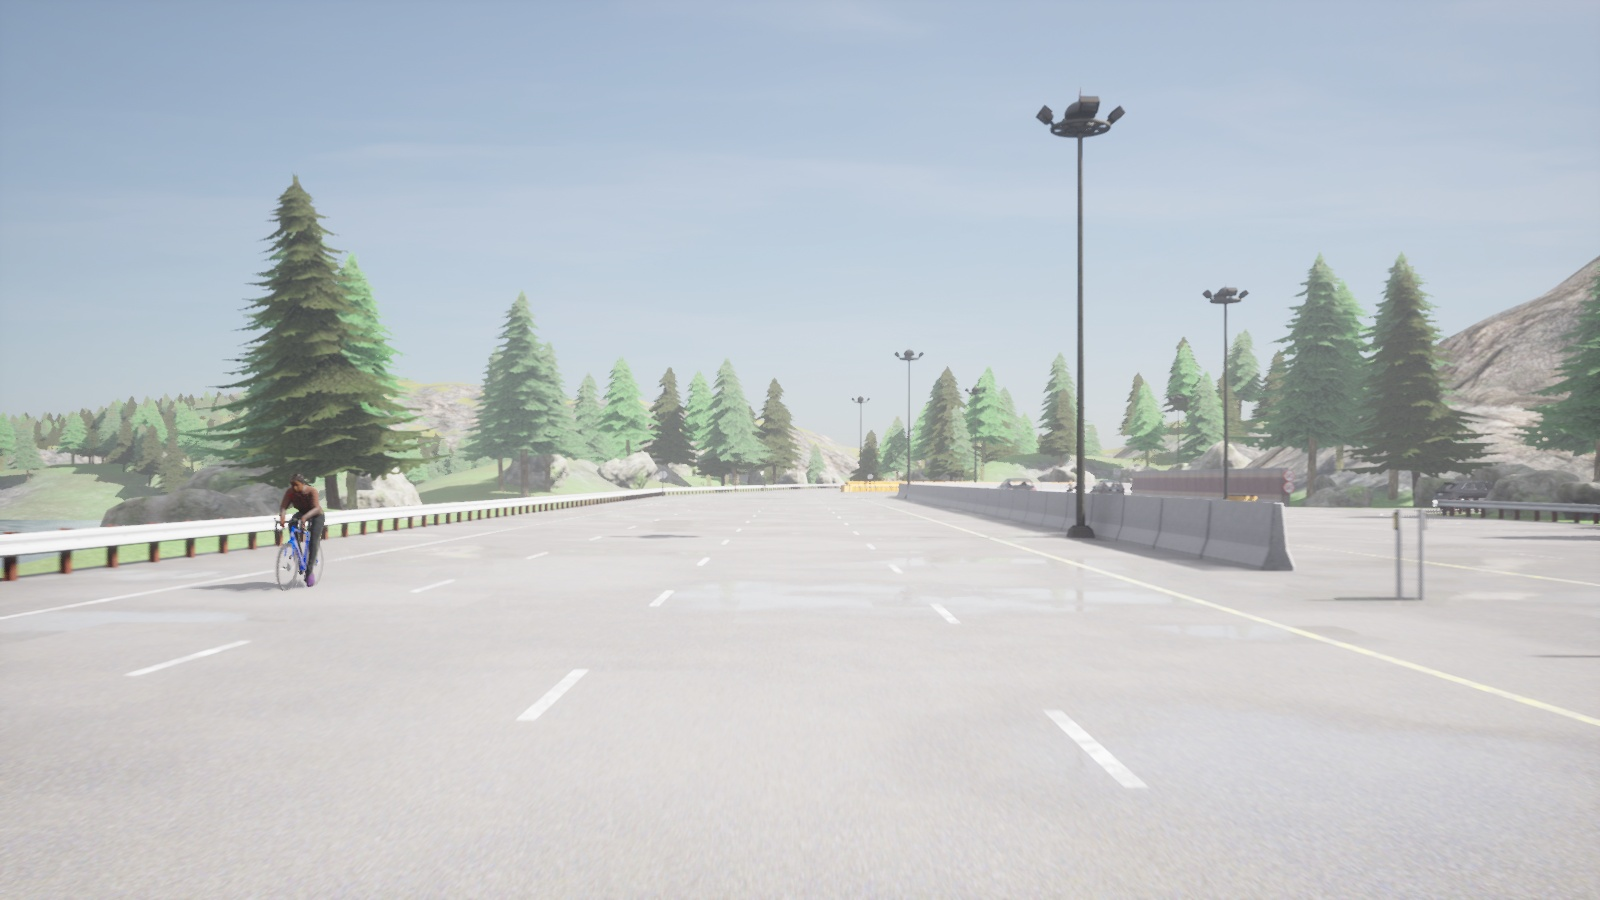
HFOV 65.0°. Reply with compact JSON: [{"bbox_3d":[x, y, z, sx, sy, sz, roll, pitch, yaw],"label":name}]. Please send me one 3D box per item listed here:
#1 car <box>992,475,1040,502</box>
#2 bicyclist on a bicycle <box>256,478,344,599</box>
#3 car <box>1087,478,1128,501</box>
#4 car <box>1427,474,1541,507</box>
[{"bbox_3d":[13.713,2.452,80.032,2.242,1.667,4.611,0,-1,0],"label":"car"},{"bbox_3d":[-7.046,1.215,17.781,0.582,1.620,1.656,0,-1,0],"label":"bicyclist on a bicycle"},{"bbox_3d":[20.690,2.657,84.541,1.789,1.549,3.705,0,-2,0],"label":"car"},{"bbox_3d":[35.698,2.115,65.630,4.856,1.649,2.033,0,-1,-2],"label":"car"}]
